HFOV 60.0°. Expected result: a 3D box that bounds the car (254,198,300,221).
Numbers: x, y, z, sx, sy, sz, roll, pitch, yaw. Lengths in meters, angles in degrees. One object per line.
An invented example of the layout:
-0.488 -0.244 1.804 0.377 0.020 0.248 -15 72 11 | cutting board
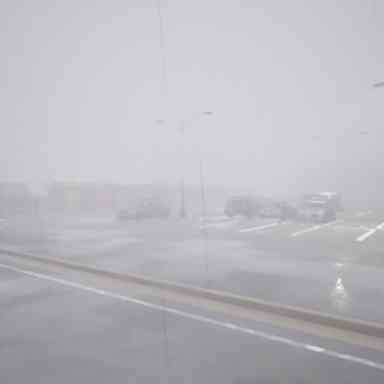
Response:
6.699 1.405 25.876 1.784 1.438 3.905 0 0 36 | car

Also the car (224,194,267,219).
4.494 1.193 27.407 1.932 1.855 4.605 0 0 36 | car

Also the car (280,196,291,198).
16.716 1.419 58.785 1.970 1.475 3.806 0 0 36 | car

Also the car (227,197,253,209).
6.503 1.394 44.614 1.784 1.438 3.905 0 0 36 | car

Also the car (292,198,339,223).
9.045 1.438 24.180 1.970 1.475 3.806 0 0 36 | car

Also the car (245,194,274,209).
8.814 1.185 42.866 1.932 1.855 4.605 0 0 36 | car

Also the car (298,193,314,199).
19.056 1.181 57.080 1.905 1.878 3.866 0 0 36 | car
